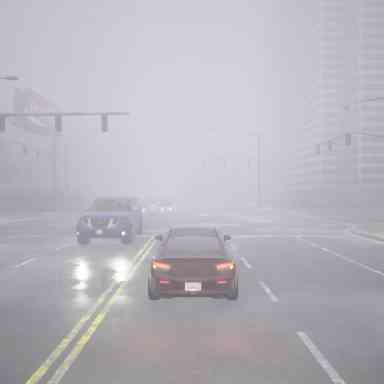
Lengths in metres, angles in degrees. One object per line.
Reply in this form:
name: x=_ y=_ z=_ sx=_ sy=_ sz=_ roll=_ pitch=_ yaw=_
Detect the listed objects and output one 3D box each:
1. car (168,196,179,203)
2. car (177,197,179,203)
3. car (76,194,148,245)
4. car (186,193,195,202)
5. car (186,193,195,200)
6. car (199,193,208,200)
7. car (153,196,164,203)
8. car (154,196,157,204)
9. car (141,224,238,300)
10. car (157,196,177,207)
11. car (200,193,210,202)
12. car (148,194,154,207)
car: x=-3.813 y=1.552 z=69.871 sx=1.994 sy=1.385 sz=4.181 roll=0 pitch=0 yaw=0
car: x=-3.843 y=1.526 z=59.860 sx=1.812 sy=1.442 sz=4.674 roll=0 pitch=0 yaw=0
car: x=-3.668 y=1.223 z=15.846 sx=2.150 sy=2.045 sz=5.566 roll=0 pitch=0 yaw=0
car: x=-0.353 y=1.584 z=78.413 sx=1.895 sy=1.301 sz=4.718 roll=0 pitch=0 yaw=0
car: x=-0.398 y=1.184 z=88.318 sx=2.097 sy=1.767 sz=4.553 roll=0 pitch=0 yaw=0
car: x=3.102 y=1.184 z=88.334 sx=2.097 sy=1.767 sz=4.553 roll=0 pitch=0 yaw=0
car: x=-7.324 y=1.595 z=72.203 sx=1.895 sy=1.301 sz=4.718 roll=0 pitch=0 yaw=0
car: x=-7.342 y=1.600 z=58.102 sx=1.895 sy=1.301 sz=4.718 roll=0 pitch=0 yaw=0
car: x=0.028 y=1.526 z=8.237 sx=1.812 sy=1.442 sz=4.674 roll=0 pitch=0 yaw=0
car: x=-3.823 y=1.564 z=51.084 sx=1.994 sy=1.385 sz=4.181 roll=0 pitch=0 yaw=0
car: x=3.149 y=1.515 z=78.046 sx=2.128 sy=1.511 sz=4.902 roll=0 pitch=0 yaw=0
car: x=-7.313 y=1.491 z=48.475 sx=2.128 sy=1.511 sz=4.902 roll=0 pitch=0 yaw=0
